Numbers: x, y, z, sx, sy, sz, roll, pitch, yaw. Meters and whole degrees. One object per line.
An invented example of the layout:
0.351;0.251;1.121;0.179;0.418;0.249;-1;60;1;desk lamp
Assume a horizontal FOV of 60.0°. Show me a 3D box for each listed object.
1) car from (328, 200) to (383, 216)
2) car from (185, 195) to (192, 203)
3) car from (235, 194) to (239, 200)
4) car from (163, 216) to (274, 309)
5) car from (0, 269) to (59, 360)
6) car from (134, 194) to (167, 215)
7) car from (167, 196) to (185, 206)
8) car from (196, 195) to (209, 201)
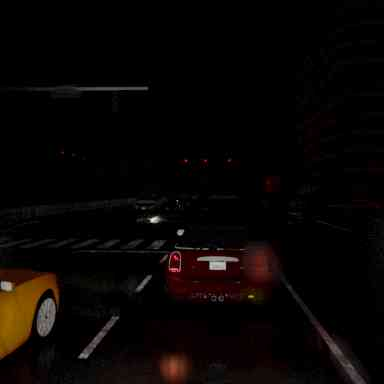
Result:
16.342;1.533;33.425;5.008;1.535;1.882;0;0;5;car
-1.277;1.477;69.213;1.882;1.535;5.008;0;0;10;car
13.803;1.355;90.352;4.553;1.767;2.097;0;0;-41;car
0.656;1.352;8.121;2.097;1.767;4.553;0;0;5;car
-3.262;1.478;3.519;1.882;1.535;5.008;0;0;5;car
-4.392;1.234;34.491;2.150;2.045;5.566;0;0;5;car
-2.863;1.353;52.987;2.097;1.767;4.553;0;0;5;car
2.595;1.500;81.052;1.837;1.490;4.892;0;0;24;car
